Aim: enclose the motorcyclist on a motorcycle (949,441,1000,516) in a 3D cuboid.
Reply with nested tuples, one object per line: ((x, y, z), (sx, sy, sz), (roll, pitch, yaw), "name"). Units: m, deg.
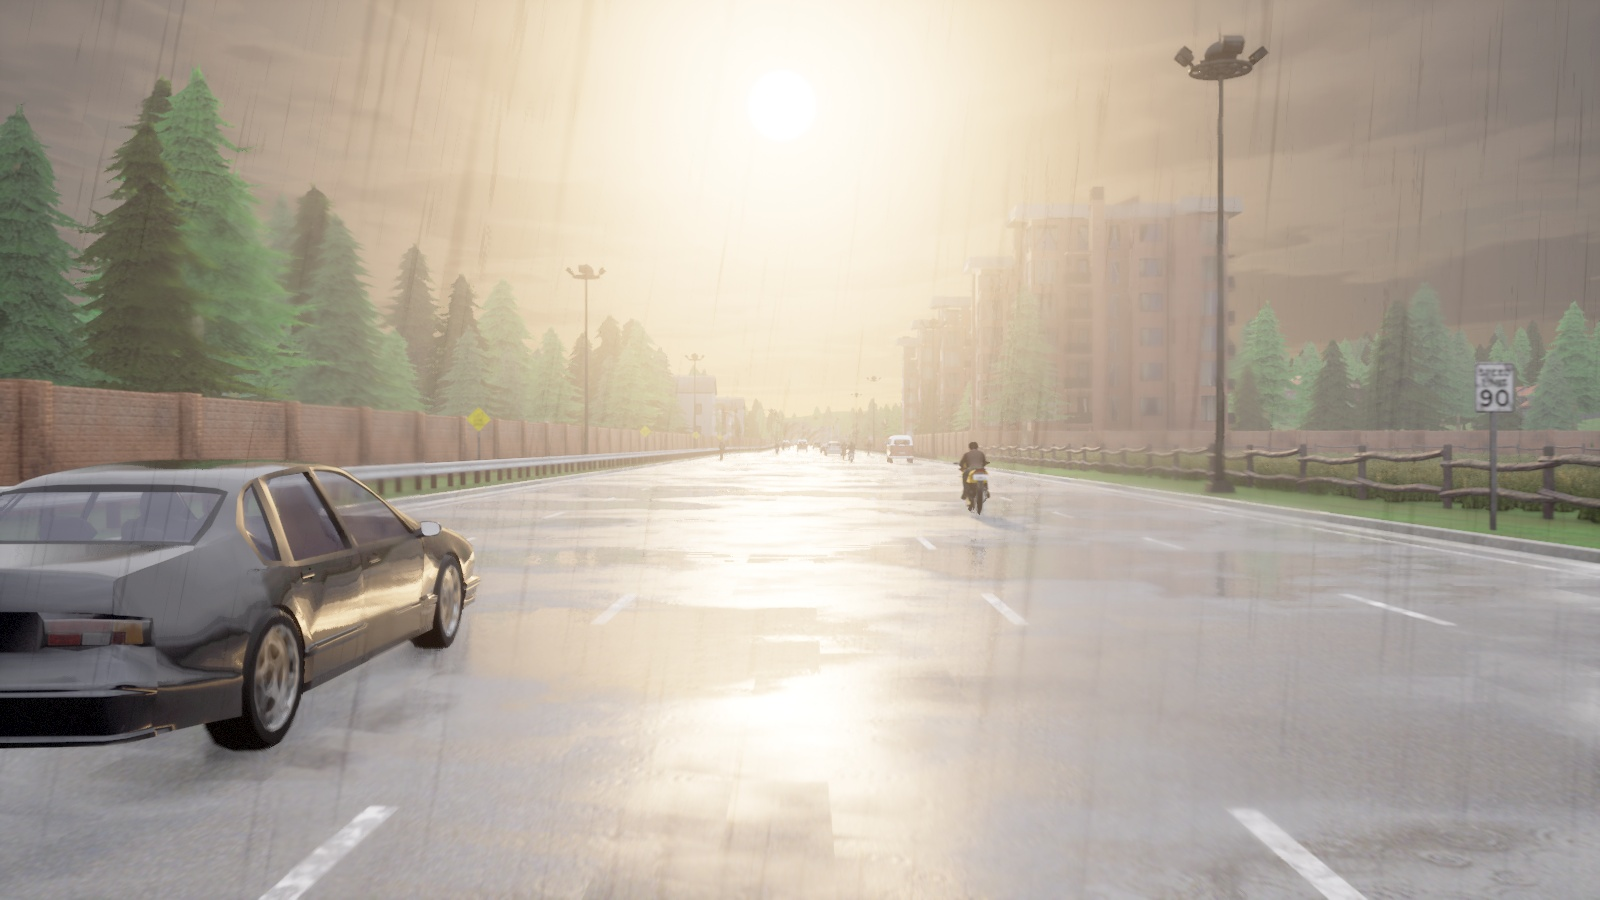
((3.667, 0.581, 26.554), (0.797, 1.523, 2.044), (0, 0, 0), "motorcyclist on a motorcycle")

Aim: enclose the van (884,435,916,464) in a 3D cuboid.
((7.409, -0.051, 93.436), (2.069, 2.038, 4.480), (0, 0, 0), "van")

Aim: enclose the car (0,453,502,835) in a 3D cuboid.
((-3.442, 0.749, 7.479), (2.033, 1.411, 5.357), (0, 0, 0), "car")
